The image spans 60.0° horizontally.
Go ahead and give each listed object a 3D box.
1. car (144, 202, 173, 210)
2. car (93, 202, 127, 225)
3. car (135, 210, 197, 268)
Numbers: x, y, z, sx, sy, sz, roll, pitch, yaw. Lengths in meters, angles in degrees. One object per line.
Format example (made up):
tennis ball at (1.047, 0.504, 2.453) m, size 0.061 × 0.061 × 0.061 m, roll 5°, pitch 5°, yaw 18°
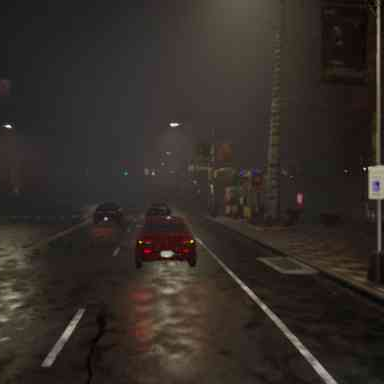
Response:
car at (-2.527, 1.512, 25.209) m, size 1.837 × 1.490 × 4.892 m, roll 0°, pitch 0°, yaw -7°
car at (-5.928, 1.509, 24.201) m, size 1.837 × 1.490 × 4.892 m, roll 0°, pitch 0°, yaw -7°
car at (-0.922, 1.530, 11.289) m, size 1.812 × 1.442 × 4.674 m, roll 0°, pitch -1°, yaw -6°
